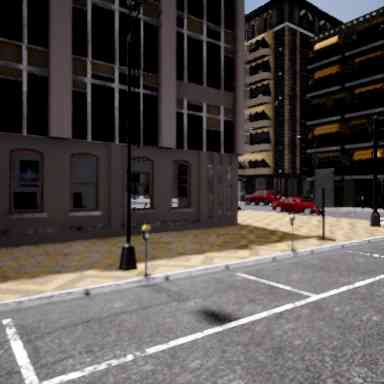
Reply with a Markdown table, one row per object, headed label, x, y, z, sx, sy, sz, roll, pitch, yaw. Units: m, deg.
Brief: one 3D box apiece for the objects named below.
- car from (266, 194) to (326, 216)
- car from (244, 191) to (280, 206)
| label | x | y | z | sx | sy | sz | roll | pitch | yaw |
| --- | --- | --- | --- | --- | --- | --- | --- | --- | --- |
| car | 8.602 | 1.122 | 26.904 | 1.887 | 1.381 | 4.507 | 1 | 0 | -36 |
| car | 8.744 | 0.745 | 40.987 | 2.192 | 1.841 | 5.009 | 1 | 0 | -36 |
